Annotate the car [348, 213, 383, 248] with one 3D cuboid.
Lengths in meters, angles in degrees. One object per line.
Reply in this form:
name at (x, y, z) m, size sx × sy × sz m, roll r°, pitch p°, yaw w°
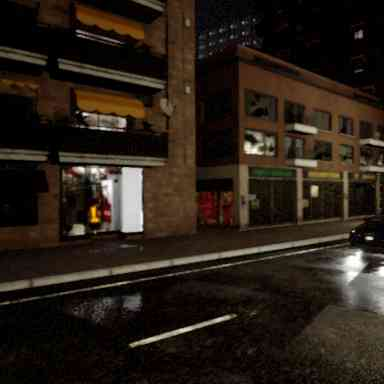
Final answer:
car at (8.363, 1.588, 13.909) m, size 4.181 × 1.385 × 1.994 m, roll 0°, pitch 0°, yaw -37°
